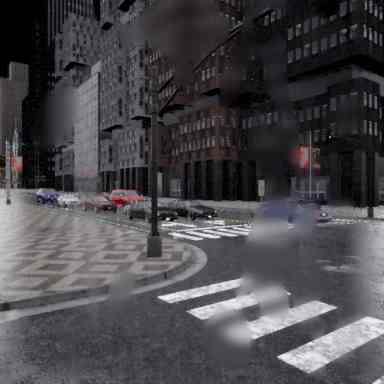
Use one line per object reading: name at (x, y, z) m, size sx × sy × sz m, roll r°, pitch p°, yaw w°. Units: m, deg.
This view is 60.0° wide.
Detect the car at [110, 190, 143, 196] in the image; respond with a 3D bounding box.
car at (-6.379, 0.812, 33.327) m, size 2.150 × 2.045 × 5.566 m, roll 0°, pitch 1°, yaw -36°

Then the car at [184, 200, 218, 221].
car at (-0.424, 1.282, 25.066) m, size 2.033 × 1.411 × 5.357 m, roll 0°, pitch 1°, yaw -39°

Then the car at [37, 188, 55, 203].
car at (-20.640, 0.522, 47.533) m, size 2.150 × 2.045 × 5.566 m, roll 0°, pitch 1°, yaw -36°

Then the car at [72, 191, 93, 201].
car at (-18.510, 0.687, 55.904) m, size 1.882 × 1.535 × 5.008 m, roll 0°, pitch 1°, yaw -36°

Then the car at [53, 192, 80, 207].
car at (-14.424, 0.986, 38.868) m, size 1.812 × 1.442 × 4.674 m, roll 0°, pitch 1°, yaw -35°

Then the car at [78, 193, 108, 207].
car at (-12.495, 0.931, 41.768) m, size 2.128 × 1.511 × 4.902 m, roll 0°, pitch 1°, yaw -36°

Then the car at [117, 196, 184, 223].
car at (-3.029, 1.285, 23.208) m, size 2.033 × 1.411 × 5.357 m, roll 0°, pitch 1°, yaw -35°

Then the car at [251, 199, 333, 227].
car at (6.329, 1.372, 21.696) m, size 2.033 × 1.411 × 5.357 m, roll 0°, pitch 1°, yaw -36°

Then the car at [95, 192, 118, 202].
car at (-14.380, 0.736, 55.750) m, size 2.128 × 1.511 × 4.902 m, roll 0°, pitch 1°, yaw -36°

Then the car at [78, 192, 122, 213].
car at (-8.627, 1.081, 30.892) m, size 1.882 × 1.535 × 5.008 m, roll 0°, pitch 1°, yaw -36°

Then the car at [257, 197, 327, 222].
car at (7.533, 1.265, 25.571) m, size 1.882 × 1.535 × 5.008 m, roll 0°, pitch 1°, yaw -36°
